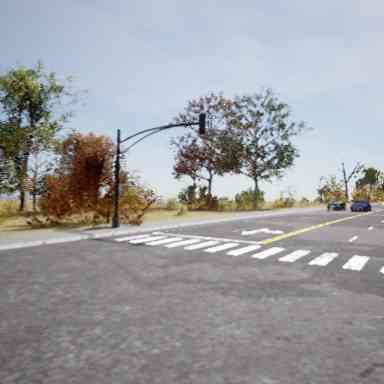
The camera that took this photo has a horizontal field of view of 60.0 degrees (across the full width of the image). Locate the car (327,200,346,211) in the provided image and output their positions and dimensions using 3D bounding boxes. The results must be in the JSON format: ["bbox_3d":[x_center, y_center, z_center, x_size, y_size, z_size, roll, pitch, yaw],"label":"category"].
[{"bbox_3d":[21.455,2.001,49.317,2.128,1.511,4.902,0,-1,37],"label":"car"}]

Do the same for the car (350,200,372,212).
[{"bbox_3d":[24.110,1.866,47.439,2.097,1.767,4.553,0,0,37],"label":"car"}]
